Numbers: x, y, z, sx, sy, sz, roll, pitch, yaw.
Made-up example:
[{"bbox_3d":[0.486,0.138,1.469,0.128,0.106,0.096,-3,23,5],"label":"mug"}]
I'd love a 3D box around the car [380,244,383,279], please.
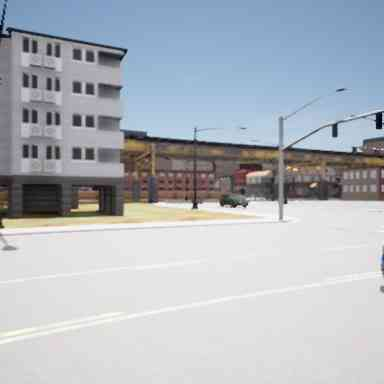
[{"bbox_3d":[6.741,1.497,7.865,5.008,1.535,1.882,0,0,-25],"label":"car"}]

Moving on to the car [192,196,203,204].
[{"bbox_3d":[1.142,1.603,65.166,1.812,1.442,4.674,0,0,0],"label":"car"}]

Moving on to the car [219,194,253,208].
[{"bbox_3d":[6.097,1.288,49.175,2.150,2.045,5.566,0,0,-26],"label":"car"}]
